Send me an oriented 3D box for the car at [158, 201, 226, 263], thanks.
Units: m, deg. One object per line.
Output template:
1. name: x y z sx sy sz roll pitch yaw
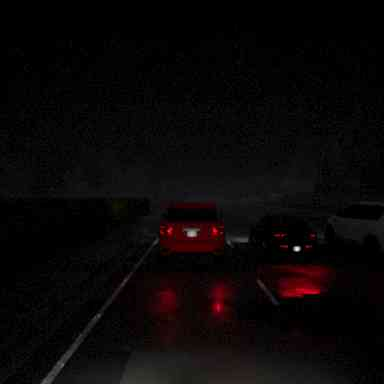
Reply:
1. car: 0.009 1.348 12.576 2.150 2.045 5.566 0 0 0

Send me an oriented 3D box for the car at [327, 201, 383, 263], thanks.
1. car: 7.009 1.348 12.604 2.150 2.045 5.566 0 0 0

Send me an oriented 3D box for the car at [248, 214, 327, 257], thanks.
1. car: 3.519 1.639 13.510 1.837 1.490 4.892 0 0 0
